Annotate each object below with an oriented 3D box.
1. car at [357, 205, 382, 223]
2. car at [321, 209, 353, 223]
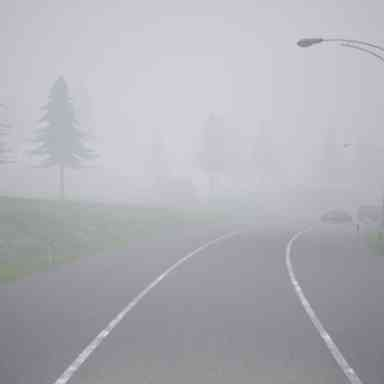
[{"bbox_3d":[23.122,2.795,42.099,5.566,2.045,2.150,5,-1,-35],"label":"car"},{"bbox_3d":[15.637,2.578,35.733,4.181,1.385,1.994,4,-1,-44],"label":"car"}]
